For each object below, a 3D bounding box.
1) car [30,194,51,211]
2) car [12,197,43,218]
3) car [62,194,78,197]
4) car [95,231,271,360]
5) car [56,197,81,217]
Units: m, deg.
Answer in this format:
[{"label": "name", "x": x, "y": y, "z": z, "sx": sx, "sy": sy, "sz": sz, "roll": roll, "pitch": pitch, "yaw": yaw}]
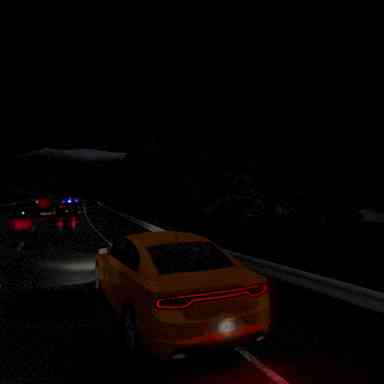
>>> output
[{"label": "car", "x": -18.337, "y": 1.221, "z": 40.101, "sx": 2.150, "sy": 2.045, "sz": 5.566, "roll": 0, "pitch": 0, "yaw": -19}, {"label": "car", "x": -14.962, "y": 1.505, "z": 30.189, "sx": 1.837, "sy": 1.490, "sz": 4.892, "roll": 0, "pitch": 0, "yaw": -19}, {"label": "car", "x": -15.166, "y": 1.221, "z": 41.481, "sx": 2.150, "sy": 2.045, "sz": 5.566, "roll": 0, "pitch": 0, "yaw": -18}, {"label": "car", "x": -0.602, "y": 1.478, "z": 6.287, "sx": 1.882, "sy": 1.535, "sz": 5.008, "roll": 0, "pitch": 0, "yaw": -24}, {"label": "car", "x": -11.781, "y": 1.492, "z": 31.566, "sx": 2.128, "sy": 1.511, "sz": 4.902, "roll": 0, "pitch": 0, "yaw": -19}]
